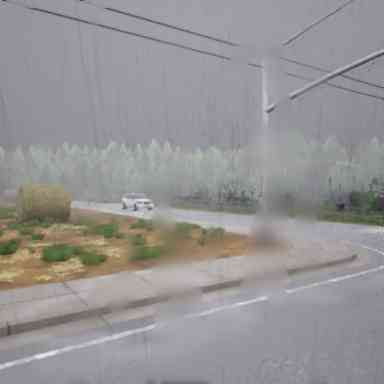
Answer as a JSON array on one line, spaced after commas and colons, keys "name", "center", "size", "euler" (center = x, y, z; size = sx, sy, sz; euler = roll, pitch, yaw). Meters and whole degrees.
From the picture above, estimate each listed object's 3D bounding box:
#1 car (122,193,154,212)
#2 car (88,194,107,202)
[{"name": "car", "center": [-6.509, 1.183, 39.471], "size": [2.150, 2.045, 5.566], "euler": [0, 0, -33]}, {"name": "car", "center": [-15.089, 0.964, 52.984], "size": [2.097, 1.767, 4.553], "euler": [0, 0, -33]}]
